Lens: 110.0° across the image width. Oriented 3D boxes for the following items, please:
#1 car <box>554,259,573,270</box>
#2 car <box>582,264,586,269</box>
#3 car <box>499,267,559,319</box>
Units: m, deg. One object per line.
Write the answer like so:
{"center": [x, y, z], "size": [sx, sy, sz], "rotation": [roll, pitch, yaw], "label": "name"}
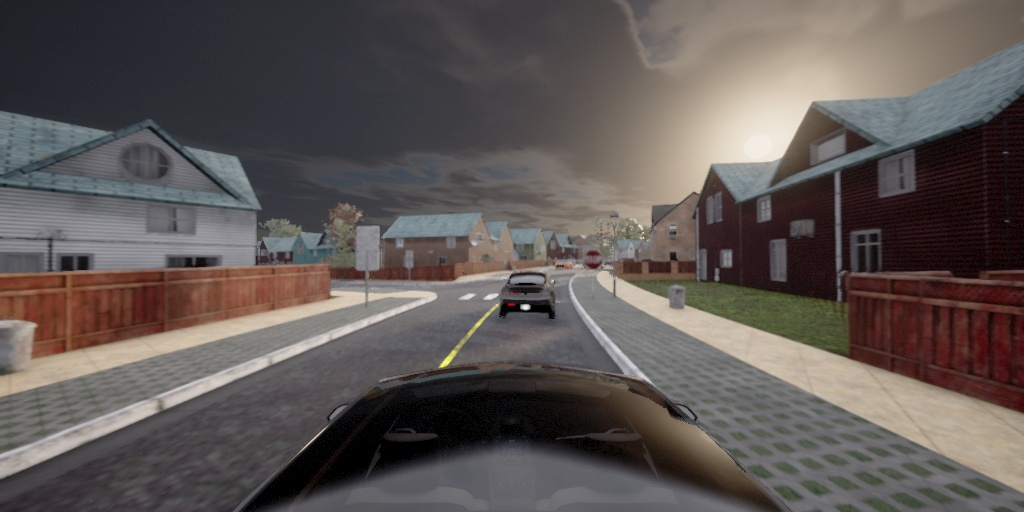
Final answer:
{"center": [8.288, 1.291, 57.382], "size": [2.097, 1.767, 4.553], "rotation": [0, 0, 22], "label": "car"}
{"center": [13.753, 1.472, 63.109], "size": [2.033, 1.411, 5.357], "rotation": [0, 0, 25], "label": "car"}
{"center": [0.668, 1.312, 13.246], "size": [1.837, 1.490, 4.892], "rotation": [0, 0, 6], "label": "car"}
